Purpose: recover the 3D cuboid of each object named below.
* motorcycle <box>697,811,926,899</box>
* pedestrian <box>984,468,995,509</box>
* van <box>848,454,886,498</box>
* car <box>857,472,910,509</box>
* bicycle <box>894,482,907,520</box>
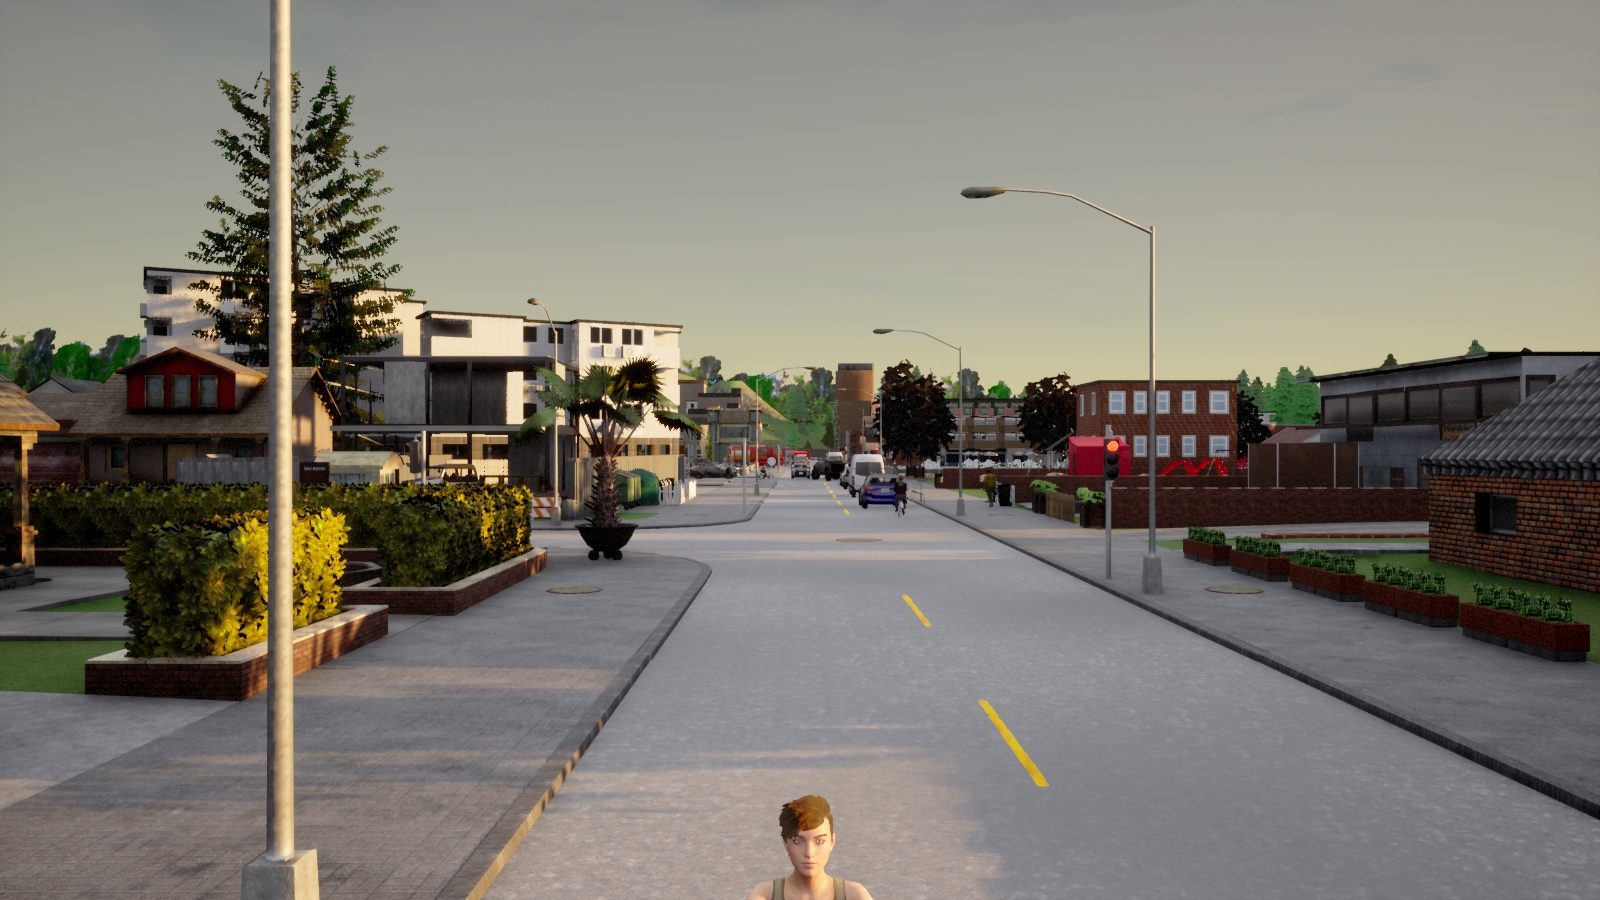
[{"bbox_3d":[0.039,2.155,3.558,0.764,1.307,2.356,0,0,0],"label":"motorcycle"},{"bbox_3d":[8.691,1.744,52.349,0.375,1.860,0.375,0,0,-20],"label":"pedestrian"},{"bbox_3d":[4.038,1.535,69.903,1.988,2.561,5.915,0,0,0],"label":"van"},{"bbox_3d":[4.046,1.967,56.171,2.242,1.667,4.611,0,0,0],"label":"car"},{"bbox_3d":[4.091,2.060,46.545,0.329,1.471,1.835,0,0,0],"label":"bicycle"}]
